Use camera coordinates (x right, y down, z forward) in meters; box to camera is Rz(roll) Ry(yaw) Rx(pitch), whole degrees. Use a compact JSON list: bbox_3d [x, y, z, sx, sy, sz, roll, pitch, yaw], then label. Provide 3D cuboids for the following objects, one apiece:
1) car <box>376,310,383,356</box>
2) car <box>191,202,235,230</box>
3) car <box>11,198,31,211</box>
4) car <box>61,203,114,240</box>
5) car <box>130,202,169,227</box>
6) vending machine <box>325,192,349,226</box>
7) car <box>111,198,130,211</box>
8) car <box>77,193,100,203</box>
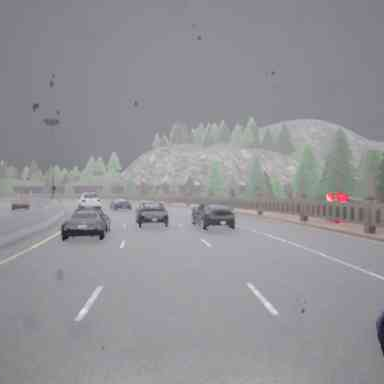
[{"bbox_3d":[3.379,1.501,2.420,1.812,1.442,4.674,0,0,-2],"label":"car"},{"bbox_3d":[1.186,1.392,20.278,1.837,1.490,4.892,0,0,-12],"label":"car"},{"bbox_3d":[-20.544,1.422,39.960,1.882,1.535,5.008,0,0,-27],"label":"car"},{"bbox_3d":[-5.236,1.496,16.766,1.994,1.385,4.181,0,0,-10],"label":"car"},{"bbox_3d":[-2.701,1.389,21.752,2.128,1.511,4.902,0,0,-12],"label":"car"},{"bbox_3d":[9.181,1.043,21.098,1.100,2.100,0.880,0,1,-11],"label":"vending machine"},{"bbox_3d":[-8.429,1.385,39.124,1.812,1.442,4.674,0,0,-23],"label":"car"},{"bbox_3d":[-12.148,1.107,39.060,2.150,2.045,5.566,0,0,-24],"label":"car"}]
